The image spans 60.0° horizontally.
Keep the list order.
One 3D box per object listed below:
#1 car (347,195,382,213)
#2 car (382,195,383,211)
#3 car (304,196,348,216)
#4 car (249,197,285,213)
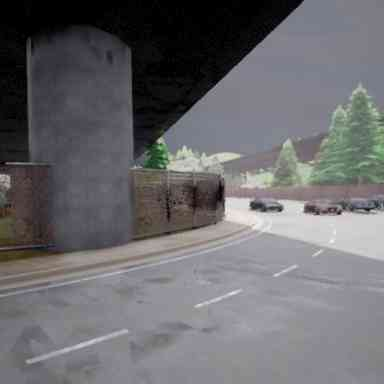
[{"bbox_3d":[14.600,1.100,30.723,2.033,1.411,5.357,-1,0,-5],"label":"car"},{"bbox_3d":[17.797,0.984,31.370,2.128,1.511,4.902,-1,0,-4],"label":"car"},{"bbox_3d":[10.835,1.203,27.683,1.994,1.385,4.181,-1,0,0],"label":"car"},{"bbox_3d":[7.136,1.222,32.396,2.033,1.411,5.357,-1,0,-9],"label":"car"}]
